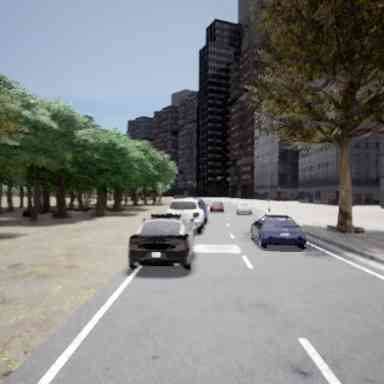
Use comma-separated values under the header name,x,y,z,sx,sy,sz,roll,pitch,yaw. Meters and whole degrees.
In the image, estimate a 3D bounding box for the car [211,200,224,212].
name,x,y,z,sx,sy,sz,roll,pitch,yaw
car,3.543,2.129,47.356,1.994,1.385,4.181,0,-1,7

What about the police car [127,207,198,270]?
name,x,y,z,sx,sy,sz,roll,pitch,yaw
police car,-0.896,1.557,11.767,1.930,1.638,5.238,0,-1,2

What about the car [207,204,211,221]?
name,x,y,z,sx,sy,sz,roll,pitch,yaw
car,0.155,1.544,27.610,2.150,2.045,5.566,0,-1,5

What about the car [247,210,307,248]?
name,x,y,z,sx,sy,sz,roll,pitch,yaw
car,3.995,1.774,15.901,1.994,1.385,4.181,0,-1,3

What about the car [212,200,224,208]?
name,x,y,z,sx,sy,sz,roll,pitch,yaw
car,4.833,2.295,62.885,2.033,1.411,5.357,0,-1,2

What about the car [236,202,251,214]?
name,x,y,z,sx,sy,sz,roll,pitch,yaw
car,6.677,2.060,42.929,1.812,1.442,4.674,0,-1,7

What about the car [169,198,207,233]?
name,x,y,z,sx,sy,sz,roll,pitch,yaw
car,-0.349,1.473,21.647,2.150,2.045,5.566,0,-1,4
